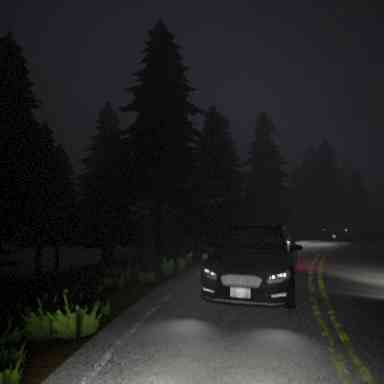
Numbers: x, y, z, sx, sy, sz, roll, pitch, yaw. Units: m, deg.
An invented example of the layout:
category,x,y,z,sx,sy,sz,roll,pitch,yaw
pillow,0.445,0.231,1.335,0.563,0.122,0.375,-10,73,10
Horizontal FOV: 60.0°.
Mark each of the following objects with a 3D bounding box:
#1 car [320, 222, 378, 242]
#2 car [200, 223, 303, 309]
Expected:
category,x,y,z,sx,sy,sz,roll,pitch,yaw
car,10.461,2.617,22.022,4.718,1.301,1.895,6,-8,-40
car,1.595,1.554,8.159,2.128,1.511,4.902,-1,-2,18
